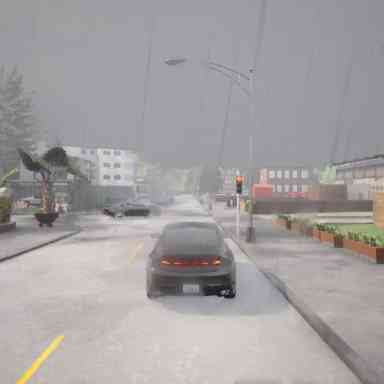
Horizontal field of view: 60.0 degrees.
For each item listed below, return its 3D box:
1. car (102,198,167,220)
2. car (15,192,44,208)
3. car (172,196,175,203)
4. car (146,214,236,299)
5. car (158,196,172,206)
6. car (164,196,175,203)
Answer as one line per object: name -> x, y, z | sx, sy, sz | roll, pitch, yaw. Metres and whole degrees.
car -> -5.019, 1.491, 27.931 | 4.902, 1.511, 2.128 | 0, 0, -26
car -> -20.154, 0.985, 42.119 | 1.905, 1.878, 3.866 | 0, 0, 34
car -> -4.636, 1.477, 60.033 | 1.882, 1.535, 5.008 | 0, 0, 0
car -> -0.016, 1.505, 8.456 | 1.837, 1.490, 4.892 | 0, 0, 0
car -> -4.571, 1.477, 50.620 | 1.882, 1.535, 5.008 | 0, 0, 0
car -> -4.664, 1.525, 70.463 | 2.128, 1.511, 4.902 | 0, 0, -1
